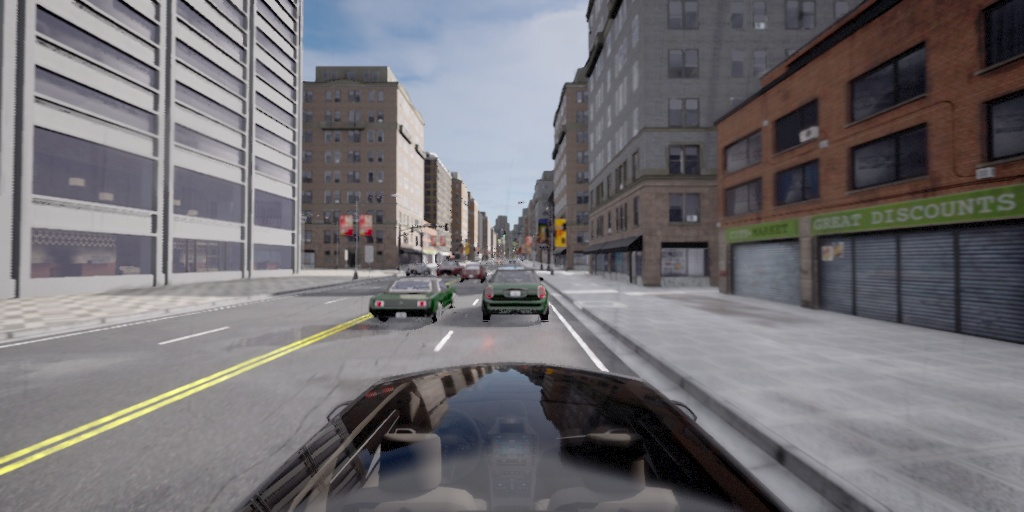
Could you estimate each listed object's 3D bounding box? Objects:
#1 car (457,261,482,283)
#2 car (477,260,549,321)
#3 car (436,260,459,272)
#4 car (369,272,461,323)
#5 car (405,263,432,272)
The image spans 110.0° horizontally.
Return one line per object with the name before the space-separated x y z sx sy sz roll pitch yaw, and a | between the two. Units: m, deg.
car | -3.137 1.401 29.855 1.812 1.442 4.674 0 0 0
car | 0.103 1.154 12.843 2.097 1.767 4.553 0 0 0
car | -6.527 1.256 37.516 2.097 1.767 4.553 0 0 0
car | -3.145 1.401 12.411 1.895 1.301 4.718 0 0 0
car | -9.776 1.470 37.806 1.994 1.385 4.181 0 0 0
